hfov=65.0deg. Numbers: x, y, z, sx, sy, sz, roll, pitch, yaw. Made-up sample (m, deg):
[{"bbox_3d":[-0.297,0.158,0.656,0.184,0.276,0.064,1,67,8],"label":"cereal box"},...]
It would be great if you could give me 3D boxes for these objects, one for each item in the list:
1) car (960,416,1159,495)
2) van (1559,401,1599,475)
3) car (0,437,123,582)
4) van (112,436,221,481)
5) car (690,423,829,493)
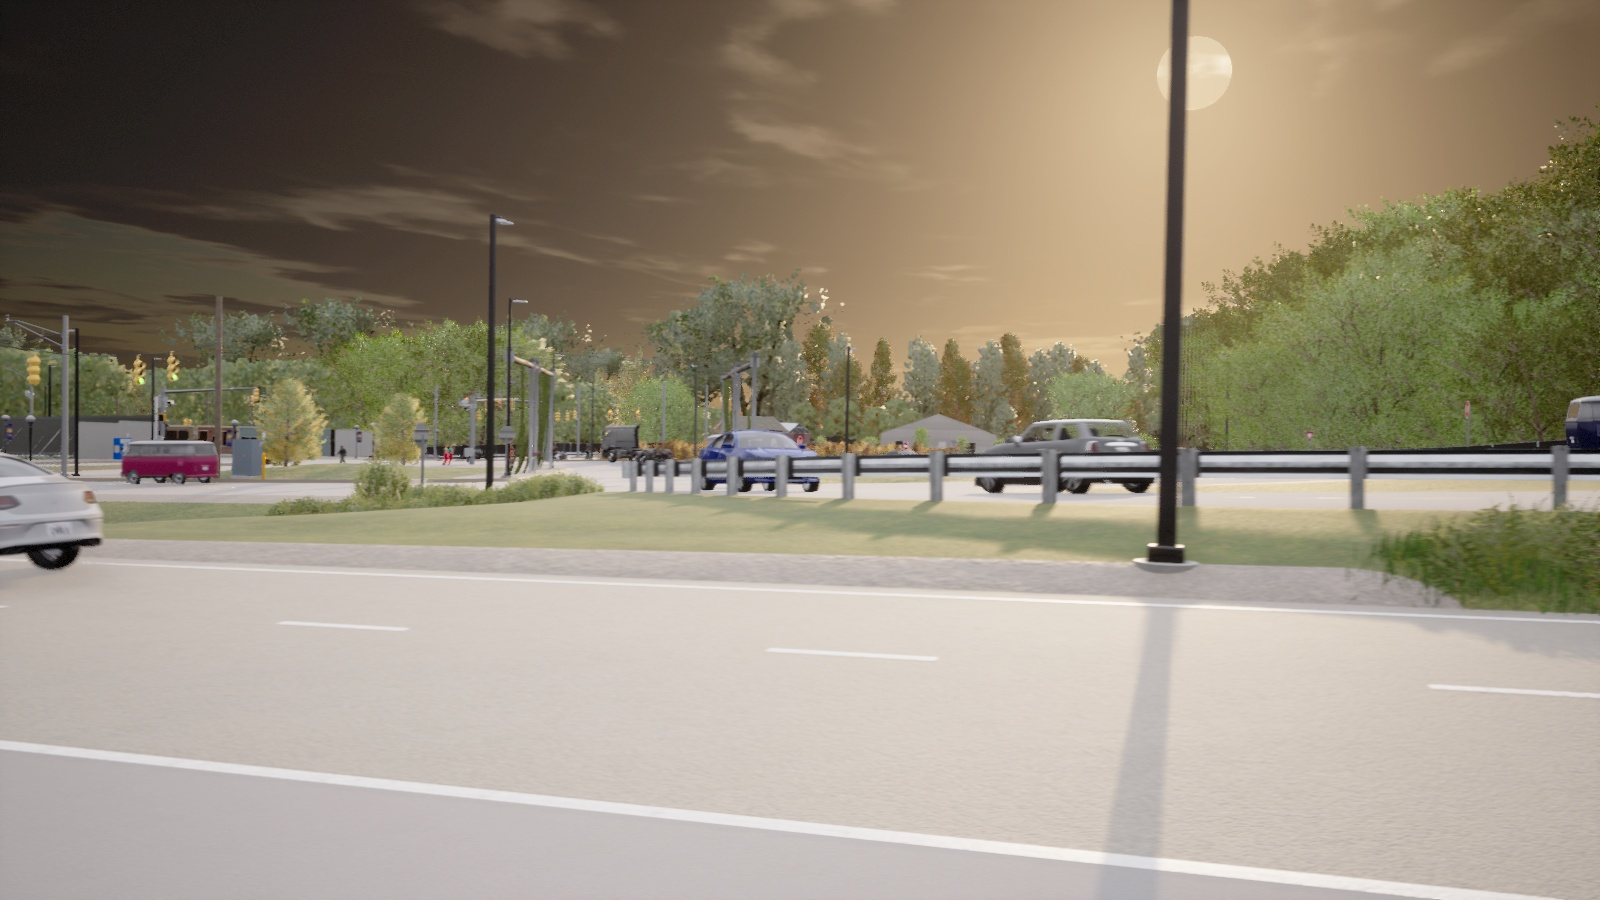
[{"bbox_3d":[5.204,0.148,25.643,1.970,1.475,3.806,1,-2,-29],"label":"car"},{"bbox_3d":[23.331,-0.419,33.963,4.442,1.987,1.775,-3,0,20],"label":"van"},{"bbox_3d":[-10.109,0.581,13.979,4.674,1.442,1.812,1,1,19],"label":"car"},{"bbox_3d":[-28.741,0.347,56.968,4.442,1.987,1.775,0,1,18],"label":"van"},{"bbox_3d":[-1.091,0.232,30.341,1.882,1.535,5.008,1,-1,-20],"label":"car"}]
